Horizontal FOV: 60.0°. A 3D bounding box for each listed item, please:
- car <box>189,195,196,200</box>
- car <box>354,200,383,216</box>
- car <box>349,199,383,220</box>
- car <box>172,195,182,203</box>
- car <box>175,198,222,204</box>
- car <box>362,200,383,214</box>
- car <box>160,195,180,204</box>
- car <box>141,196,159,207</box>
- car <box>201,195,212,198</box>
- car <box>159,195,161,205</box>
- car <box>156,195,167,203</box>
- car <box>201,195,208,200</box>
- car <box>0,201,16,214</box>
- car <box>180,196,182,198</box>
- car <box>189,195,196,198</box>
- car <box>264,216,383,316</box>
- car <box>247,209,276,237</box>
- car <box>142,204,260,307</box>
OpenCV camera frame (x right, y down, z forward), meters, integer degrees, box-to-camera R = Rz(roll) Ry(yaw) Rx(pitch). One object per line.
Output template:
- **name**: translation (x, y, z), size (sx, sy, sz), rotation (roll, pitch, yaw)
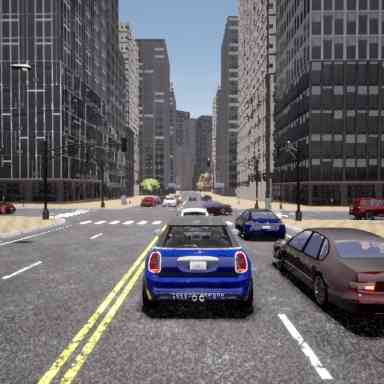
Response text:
- **car**: translation (0.151, 1.450, 90.016), size (2.033, 1.411, 5.357), rotation (0, 0, 0)
- **car**: translation (19.736, 1.618, 34.500), size (5.008, 1.535, 1.882), rotation (1, 1, 1)
- **car**: translation (16.249, 1.519, 28.779), size (5.009, 1.841, 2.192), rotation (1, 0, 1)
- **car**: translation (-3.134, 1.418, 69.683), size (1.882, 1.535, 5.008), rotation (0, 0, 0)
- **car**: translation (1.398, 1.573, 31.941), size (5.357, 1.411, 2.033), rotation (0, 1, -34)
- **car**: translation (21.872, 1.642, 37.056), size (4.829, 1.417, 1.752), rotation (1, 0, 1)
- **car**: translation (-3.258, 1.490, 49.776), size (1.812, 1.442, 4.674), rotation (0, 0, 0)
- **car**: translation (-6.507, 1.442, 50.025), size (1.882, 1.535, 5.008), rotation (0, 0, 0)
- **car**: translation (3.394, 1.437, 73.047), size (1.837, 1.490, 4.892), rotation (0, 0, 0)
- **car**: translation (-6.476, 1.500, 59.952), size (2.033, 1.411, 5.357), rotation (0, 0, 0)
- **car**: translation (-6.383, 1.418, 70.322), size (1.882, 1.535, 5.008), rotation (0, 0, 0)
- **car**: translation (3.402, 1.504, 90.454), size (1.895, 1.301, 4.718), rotation (0, 0, 0)
- **car**: translation (-19.339, 1.408, 32.013), size (4.181, 1.385, 1.994), rotation (1, 1, 1)
- **car**: translation (-3.227, 1.501, 59.467), size (2.033, 1.411, 5.357), rotation (0, 0, 0)
- **car**: translation (0.133, 1.452, 79.797), size (2.128, 1.511, 4.902), rotation (0, 0, 0)
- **car**: translation (3.362, 1.544, 7.791), size (2.033, 1.411, 5.357), rotation (0, 0, 0)
- **car**: translation (3.377, 1.555, 17.030), size (1.994, 1.385, 4.181), rotation (0, 0, 0)
- **car**: translation (0.113, 1.348, 8.131), size (2.097, 1.767, 4.553), rotation (0, 0, 0)
